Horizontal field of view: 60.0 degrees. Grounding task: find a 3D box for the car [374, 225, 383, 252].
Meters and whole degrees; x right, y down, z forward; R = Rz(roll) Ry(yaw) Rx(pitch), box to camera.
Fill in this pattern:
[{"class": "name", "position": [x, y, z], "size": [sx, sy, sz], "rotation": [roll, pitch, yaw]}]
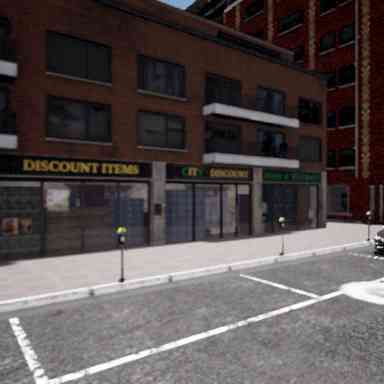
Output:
[{"class": "car", "position": [8.666, 1.581, 12.743], "size": [4.403, 1.369, 2.008], "rotation": [0, 0, -36]}]
